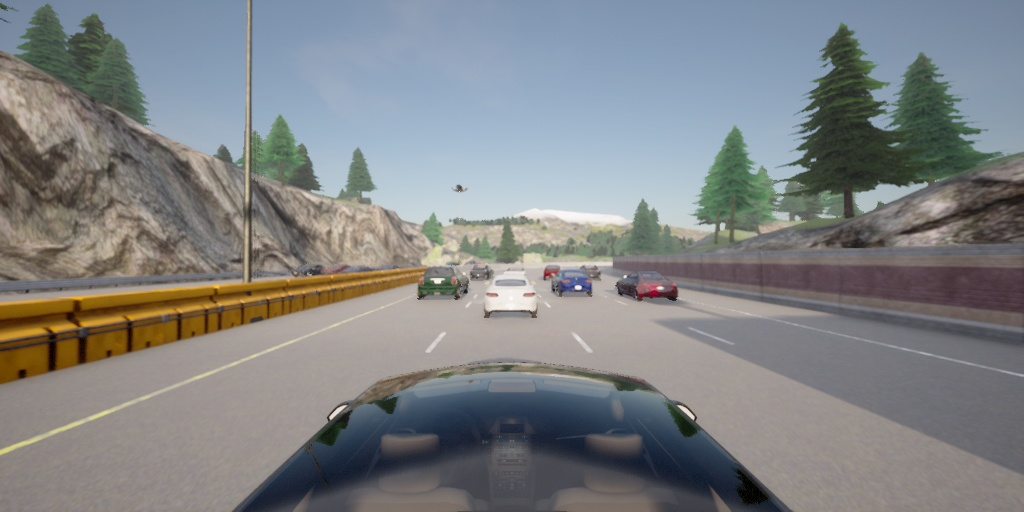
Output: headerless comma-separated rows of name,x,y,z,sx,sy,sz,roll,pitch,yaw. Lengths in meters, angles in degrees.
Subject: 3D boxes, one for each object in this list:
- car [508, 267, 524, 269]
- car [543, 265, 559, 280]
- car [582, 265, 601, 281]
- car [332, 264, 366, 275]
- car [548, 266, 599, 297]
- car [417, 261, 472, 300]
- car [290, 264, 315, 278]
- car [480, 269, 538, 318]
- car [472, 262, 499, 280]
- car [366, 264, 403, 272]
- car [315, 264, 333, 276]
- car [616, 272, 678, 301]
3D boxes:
car,0.452,1.714,34.571,1.895,1.301,4.718,0,-1,5
car,4.183,1.610,36.553,1.882,1.535,5.008,0,-1,6
car,7.570,1.607,35.263,2.128,1.511,4.902,0,-1,6
car,-16.860,1.723,39.258,2.033,1.411,5.357,0,-1,6
car,3.384,1.483,20.640,1.812,1.442,4.674,0,-1,0
car,-3.607,1.300,19.467,2.097,1.767,4.553,0,-1,0
car,-23.546,1.716,41.885,1.837,1.490,4.892,0,-1,7
car,-0.057,1.407,13.627,1.812,1.442,4.674,0,0,-1
car,-2.913,1.621,35.870,2.128,1.511,4.902,0,-1,5
car,-13.363,1.673,38.747,1.837,1.490,4.892,0,-1,7
car,-20.061,1.682,41.667,1.882,1.535,5.008,0,-1,7
car,6.893,1.497,18.703,1.994,1.385,4.181,0,-1,-1
